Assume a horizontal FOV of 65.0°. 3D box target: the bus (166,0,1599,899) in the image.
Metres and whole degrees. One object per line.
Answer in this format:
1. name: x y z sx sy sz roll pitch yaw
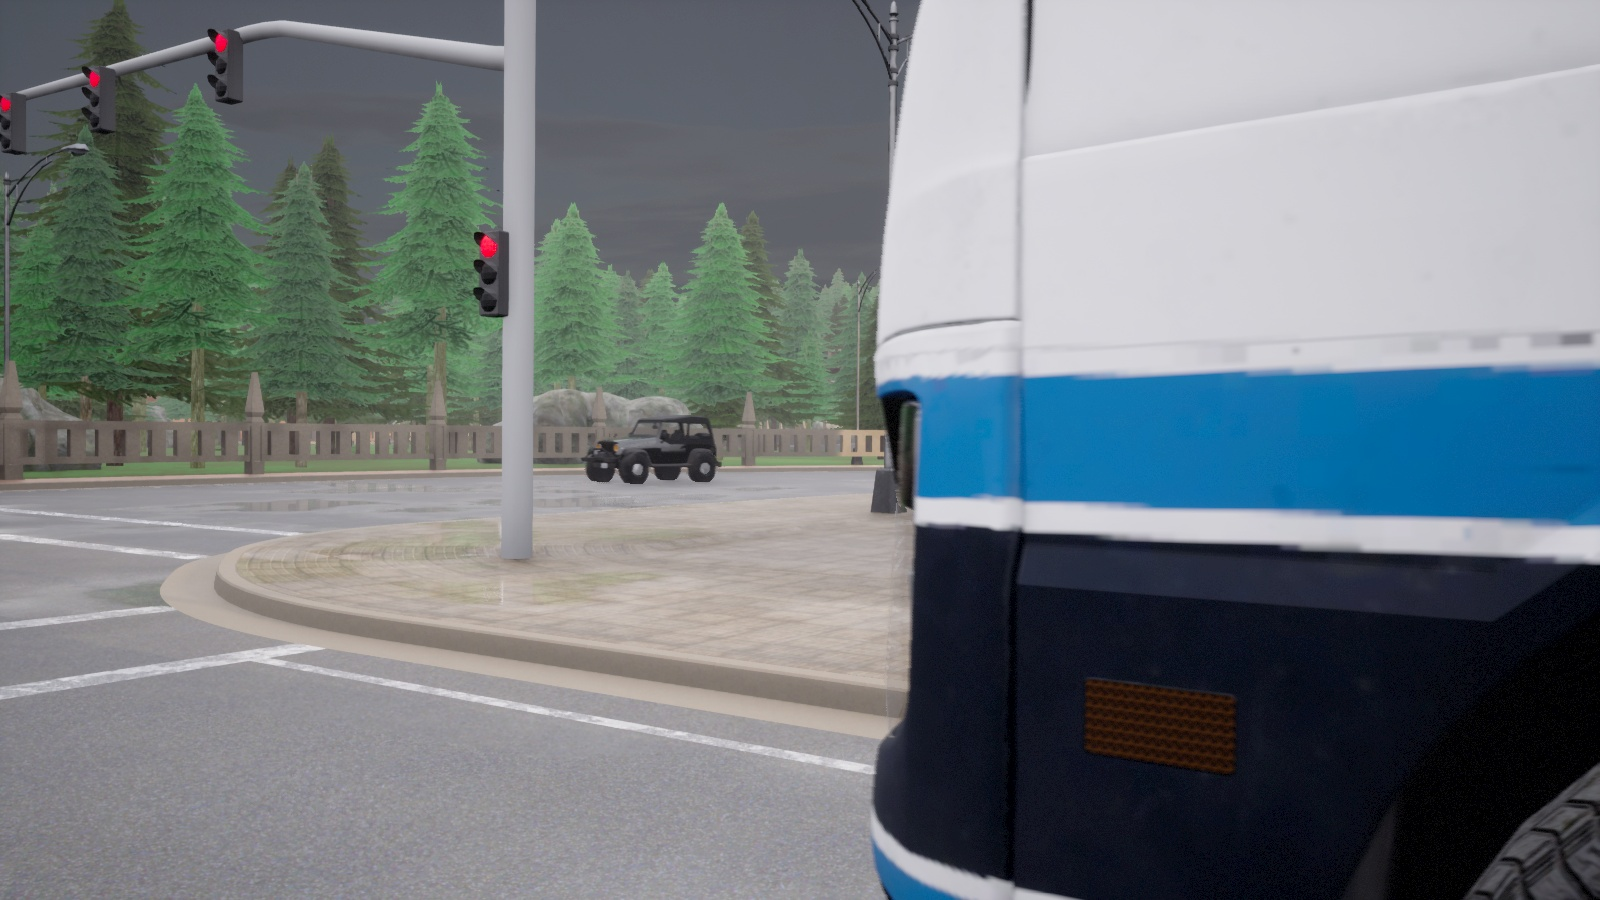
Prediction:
1. bus: 4.436 -0.694 0.650 10.273 4.253 3.944 0 1 34

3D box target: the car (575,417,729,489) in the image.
1. car: -4.061 0.034 34.776 3.866 1.878 1.905 -1 1 -44
